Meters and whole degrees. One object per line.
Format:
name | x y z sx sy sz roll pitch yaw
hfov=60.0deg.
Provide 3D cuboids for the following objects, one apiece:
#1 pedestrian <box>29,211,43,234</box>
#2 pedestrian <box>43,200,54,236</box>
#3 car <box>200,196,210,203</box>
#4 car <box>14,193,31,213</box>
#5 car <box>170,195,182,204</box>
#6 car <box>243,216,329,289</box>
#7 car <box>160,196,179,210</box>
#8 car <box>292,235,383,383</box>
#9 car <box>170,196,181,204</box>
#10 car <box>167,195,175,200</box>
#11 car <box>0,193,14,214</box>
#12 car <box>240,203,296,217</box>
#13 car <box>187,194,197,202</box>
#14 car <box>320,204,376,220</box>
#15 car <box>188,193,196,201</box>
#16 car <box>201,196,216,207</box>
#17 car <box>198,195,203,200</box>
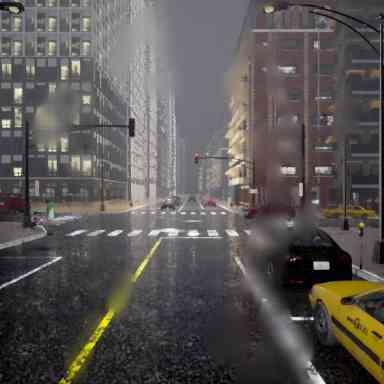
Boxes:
pedestrian | -7.711 1.144 16.347 0.375 1.860 0.375 0 0 0
pedestrian | -7.337 1.295 17.051 0.375 1.860 0.375 0 0 0
car | 2.693 1.578 69.579 2.008 1.369 4.403 0 0 0
car | -17.692 1.030 31.053 5.009 1.841 2.192 1 -1 0
car | -3.082 1.580 53.301 1.994 1.385 4.181 0 0 1
car | 2.692 1.566 8.991 1.947 1.339 4.313 0 0 0
car | -3.118 1.557 43.281 2.033 1.411 5.357 0 0 -4
car | 2.693 1.525 3.478 1.752 1.417 4.829 0 0 0
car | -3.053 1.528 63.716 1.837 1.490 4.892 0 0 0
car | -5.688 1.599 92.174 2.008 1.369 4.403 0 0 0
car | -18.325 1.047 28.439 4.553 1.767 2.097 1 0 -1
car | 6.415 1.677 28.030 4.674 1.442 1.812 1 0 -11
car | 0.002 1.547 73.613 1.812 1.442 4.674 0 0 0
car | 14.644 1.837 31.331 4.829 1.417 1.752 1 -1 0
car | 0.002 1.227 83.585 2.097 1.767 4.553 0 0 0
car | 2.742 1.596 51.014 1.802 1.307 4.206 0 0 0
car | 2.692 1.574 63.931 2.008 1.369 4.403 0 0 0
